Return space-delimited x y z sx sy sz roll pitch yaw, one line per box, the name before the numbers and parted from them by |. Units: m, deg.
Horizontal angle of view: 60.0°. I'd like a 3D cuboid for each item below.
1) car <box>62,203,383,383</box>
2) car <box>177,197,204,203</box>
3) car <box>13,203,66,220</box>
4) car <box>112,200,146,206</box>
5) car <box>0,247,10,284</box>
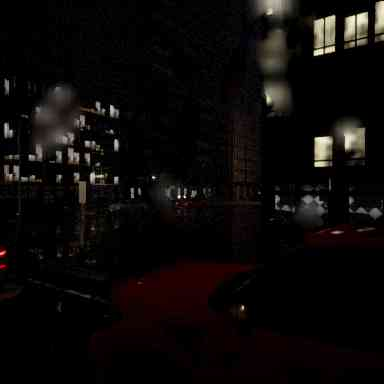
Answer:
car | 1.650 1.221 2.509 5.566 2.045 2.150 0 0 35
car | -0.243 1.501 45.615 2.097 1.767 4.553 1 0 37
car | -12.938 1.617 28.544 1.994 1.385 4.181 1 0 37
car | -6.993 1.625 36.554 1.812 1.442 4.674 1 0 37
car | -6.253 1.522 8.125 4.674 1.442 1.812 0 0 35
